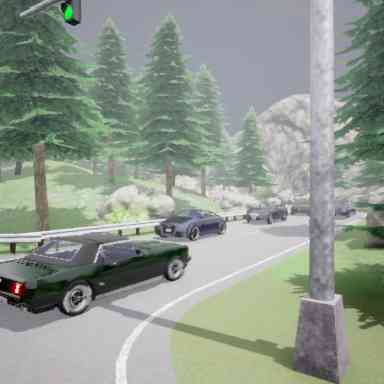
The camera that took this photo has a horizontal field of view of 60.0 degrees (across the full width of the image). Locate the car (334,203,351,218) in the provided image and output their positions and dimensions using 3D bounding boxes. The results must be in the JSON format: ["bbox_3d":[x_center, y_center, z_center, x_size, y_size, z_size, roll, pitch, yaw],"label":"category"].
[{"bbox_3d":[13.680,1.641,30.335,1.895,1.301,4.718,0,0,34],"label":"car"}]

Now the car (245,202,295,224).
[{"bbox_3d":[5.713,1.507,25.145,2.128,1.511,4.902,0,0,35],"label":"car"}]

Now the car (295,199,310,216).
[{"bbox_3d":[11.313,1.520,33.691,1.837,1.490,4.892,0,0,28],"label":"car"}]

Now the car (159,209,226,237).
[{"bbox_3d":[0.052,1.579,16.969,1.994,1.385,4.181,0,0,35],"label":"car"}]

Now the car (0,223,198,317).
[{"bbox_3d":[-2.023,1.626,7.637,1.895,1.301,4.718,0,0,35],"label":"car"}]
